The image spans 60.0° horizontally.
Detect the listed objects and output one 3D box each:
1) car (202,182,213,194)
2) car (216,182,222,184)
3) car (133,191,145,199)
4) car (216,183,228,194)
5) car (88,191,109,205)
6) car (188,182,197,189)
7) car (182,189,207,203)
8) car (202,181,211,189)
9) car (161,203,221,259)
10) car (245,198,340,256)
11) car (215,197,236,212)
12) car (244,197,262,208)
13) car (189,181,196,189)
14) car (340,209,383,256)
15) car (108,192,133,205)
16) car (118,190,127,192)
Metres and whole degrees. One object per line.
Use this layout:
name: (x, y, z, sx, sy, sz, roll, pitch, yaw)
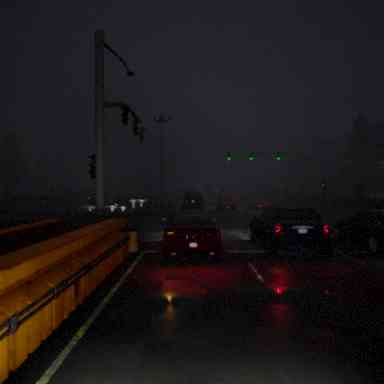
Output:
car: (3.592, -0.750, 76.051, 2.150, 2.045, 5.566, 0, 7, 0)
car: (7.151, -1.894, 86.460, 2.128, 1.511, 4.902, 0, 8, 0)
car: (-10.481, 0.598, 65.376, 1.812, 1.442, 4.674, 0, 4, 1)
car: (7.096, -0.511, 76.869, 1.994, 1.385, 4.181, 0, 7, 0)
car: (-14.057, 0.895, 50.741, 2.150, 2.045, 5.566, 0, 1, 1)
car: (0.094, -0.659, 76.440, 2.097, 1.767, 4.553, 0, 7, 0)
car: (0.102, 1.006, 34.796, 2.150, 2.045, 5.566, 0, 0, 0)
car: (3.651, -1.894, 86.479, 2.128, 1.511, 4.902, 0, 8, 0)
car: (-0.113, 1.400, 12.376, 1.882, 1.535, 5.008, 0, 0, -3)
car: (3.592, 1.271, 12.892, 2.097, 1.767, 4.553, 0, 0, 0)
car: (3.601, 1.271, 35.682, 2.128, 1.511, 4.902, 0, 0, 0)
car: (7.102, 1.247, 37.283, 1.882, 1.535, 5.008, 0, 0, 0)
car: (0.151, -1.941, 86.493, 1.882, 1.535, 5.008, 0, 8, 0)
car: (7.093, 1.426, 12.720, 1.837, 1.490, 4.892, 0, 1, 0)
car: (-10.569, 1.164, 49.513, 1.882, 1.535, 5.008, 0, 1, 0)
car: (-13.965, 0.490, 66.469, 1.837, 1.490, 4.892, 0, 5, 0)
